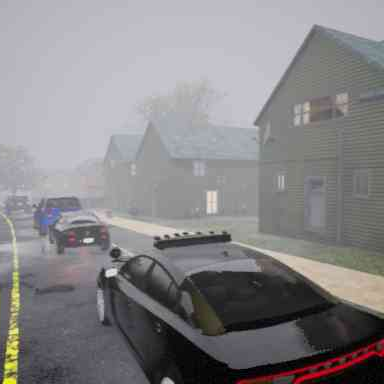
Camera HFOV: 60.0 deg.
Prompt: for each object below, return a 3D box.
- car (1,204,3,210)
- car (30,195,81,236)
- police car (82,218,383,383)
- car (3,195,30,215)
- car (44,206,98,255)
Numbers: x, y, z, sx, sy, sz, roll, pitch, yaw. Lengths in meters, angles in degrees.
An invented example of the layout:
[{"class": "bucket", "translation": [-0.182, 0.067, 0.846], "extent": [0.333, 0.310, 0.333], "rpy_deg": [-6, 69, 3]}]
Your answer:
[{"class": "car", "translation": [-25.017, 1.867, 45.658], "extent": [1.895, 1.301, 4.718], "rpy_deg": [-2, 0, -34]}, {"class": "car", "translation": [-7.571, 1.227, 18.750], "extent": [2.150, 2.045, 5.566], "rpy_deg": [-2, 0, -29]}, {"class": "police car", "translation": [-0.040, 1.376, 4.606], "extent": [1.930, 1.638, 5.238], "rpy_deg": [-1, 1, -27]}, {"class": "car", "translation": [-19.279, 1.382, 36.825], "extent": [2.150, 2.045, 5.566], "rpy_deg": [-2, 0, -32]}, {"class": "car", "translation": [-4.644, 1.503, 13.432], "extent": [1.812, 1.442, 4.674], "rpy_deg": [-2, 0, -28]}]
